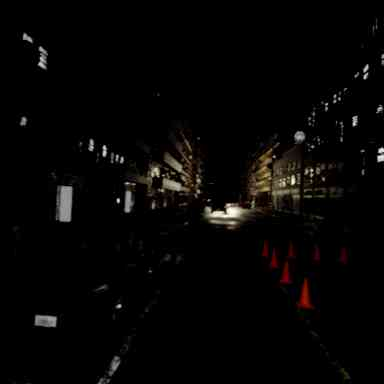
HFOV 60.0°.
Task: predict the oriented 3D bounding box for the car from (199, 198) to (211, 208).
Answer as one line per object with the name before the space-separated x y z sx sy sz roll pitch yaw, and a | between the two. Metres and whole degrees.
car | 2.805 2.265 68.876 2.192 1.841 5.009 3 -1 4

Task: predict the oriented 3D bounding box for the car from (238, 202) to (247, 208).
car | 12.004 3.057 79.459 1.887 1.381 4.507 3 -1 4

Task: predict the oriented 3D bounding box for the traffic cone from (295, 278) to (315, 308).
traffic cone | 2.452 2.161 7.208 0.340 0.580 0.340 3 -1 4

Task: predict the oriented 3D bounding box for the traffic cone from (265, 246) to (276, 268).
traffic cone | 2.759 2.223 11.195 0.340 0.580 0.340 3 -1 4

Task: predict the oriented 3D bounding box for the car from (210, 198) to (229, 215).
car | 3.641 1.927 44.679 2.150 2.045 5.566 3 -1 4

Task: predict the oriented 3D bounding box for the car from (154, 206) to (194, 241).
car | -1.110 1.691 18.131 1.752 1.417 4.829 3 -1 4

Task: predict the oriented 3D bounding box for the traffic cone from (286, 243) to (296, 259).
traffic cone | 3.908 2.301 13.112 0.340 0.580 0.340 3 -1 4

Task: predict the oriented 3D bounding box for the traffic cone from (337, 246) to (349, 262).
traffic cone | 5.900 2.395 12.957 0.340 0.580 0.340 3 -1 4

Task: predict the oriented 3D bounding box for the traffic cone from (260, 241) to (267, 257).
traffic cone | 2.912 2.255 13.189 0.340 0.580 0.340 3 -1 4

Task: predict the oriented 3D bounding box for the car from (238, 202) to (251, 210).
car | 11.153 2.869 68.391 1.752 1.417 4.829 3 -1 4

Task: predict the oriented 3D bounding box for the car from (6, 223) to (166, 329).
car | -1.963 1.558 7.061 1.947 1.339 4.313 3 -1 4

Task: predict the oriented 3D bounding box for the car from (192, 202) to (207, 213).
car | 1.062 2.186 46.397 1.802 1.307 4.206 3 -1 4

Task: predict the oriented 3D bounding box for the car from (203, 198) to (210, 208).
car | 0.644 1.832 40.781 2.192 1.841 5.009 3 -1 4

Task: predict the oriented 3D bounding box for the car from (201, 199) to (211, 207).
car | 3.231 2.475 74.493 1.967 1.590 4.097 3 -1 4

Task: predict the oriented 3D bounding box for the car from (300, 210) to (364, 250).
car | 7.261 1.875 17.652 2.192 1.841 5.009 3 -1 4

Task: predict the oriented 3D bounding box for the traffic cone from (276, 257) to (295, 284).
traffic cone | 2.605 2.192 9.202 0.340 0.580 0.340 3 -1 4

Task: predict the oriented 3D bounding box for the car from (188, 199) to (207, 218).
car | 0.204 1.870 35.160 1.967 1.590 4.097 3 -1 4

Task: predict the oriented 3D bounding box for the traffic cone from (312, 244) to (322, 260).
traffic cone | 4.904 2.348 13.035 0.340 0.580 0.340 3 -1 4
